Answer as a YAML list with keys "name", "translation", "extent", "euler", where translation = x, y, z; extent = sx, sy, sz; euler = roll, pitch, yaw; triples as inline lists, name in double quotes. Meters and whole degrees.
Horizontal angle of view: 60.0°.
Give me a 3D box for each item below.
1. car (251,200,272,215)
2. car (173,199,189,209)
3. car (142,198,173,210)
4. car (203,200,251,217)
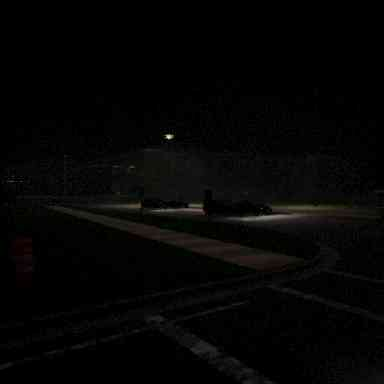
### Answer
- name: "car"
  translation: [6.084, 1.544, 34.226]
  extent: [1.812, 1.442, 4.674]
  euler: [0, 0, -35]
- name: "car"
  translation: [-2.365, 1.620, 46.436]
  extent: [1.895, 1.301, 4.718]
  euler: [0, 0, -35]
- name: "car"
  translation: [-4.907, 1.523, 43.953]
  extent: [1.837, 1.490, 4.892]
  euler: [0, -1, -34]
- name: "car"
  translation: [3.065, 1.493, 32.414]
  extent: [1.882, 1.535, 5.008]
  euler: [0, 0, -35]
